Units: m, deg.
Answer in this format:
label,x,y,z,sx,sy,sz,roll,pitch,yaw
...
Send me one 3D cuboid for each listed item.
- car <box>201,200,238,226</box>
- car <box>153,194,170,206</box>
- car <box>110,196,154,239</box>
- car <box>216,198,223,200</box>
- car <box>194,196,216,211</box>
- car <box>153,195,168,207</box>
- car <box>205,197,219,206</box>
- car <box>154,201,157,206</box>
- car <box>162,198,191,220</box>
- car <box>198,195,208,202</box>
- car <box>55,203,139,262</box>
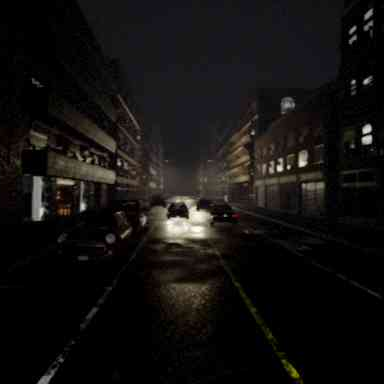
label,x,y,z,sx,sy,sz,roll,pitch,yaw
car,2.045,1.563,23.743,2.033,1.411,5.357,1,0,-2
car,-4.534,1.207,45.385,2.192,1.841,5.009,1,0,-2
car,-3.428,1.248,17.225,2.192,1.841,5.009,1,0,-2
car,3.828,1.550,45.880,1.752,1.417,4.829,1,0,-2
car,1.432,1.517,39.575,1.812,1.442,4.674,1,0,-2
car,-4.758,1.324,51.016,1.967,1.590,4.097,1,0,-2
car,3.393,1.552,56.974,1.887,1.381,4.507,1,0,-2
car,-3.655,1.507,22.857,1.802,1.307,4.206,1,0,-2
car,-1.150,1.509,27.631,2.033,1.411,5.357,1,0,-2
car,2.509,1.522,79.501,2.008,1.369,4.403,1,0,-2
car,-3.210,1.381,11.593,1.967,1.590,4.097,1,0,-2
